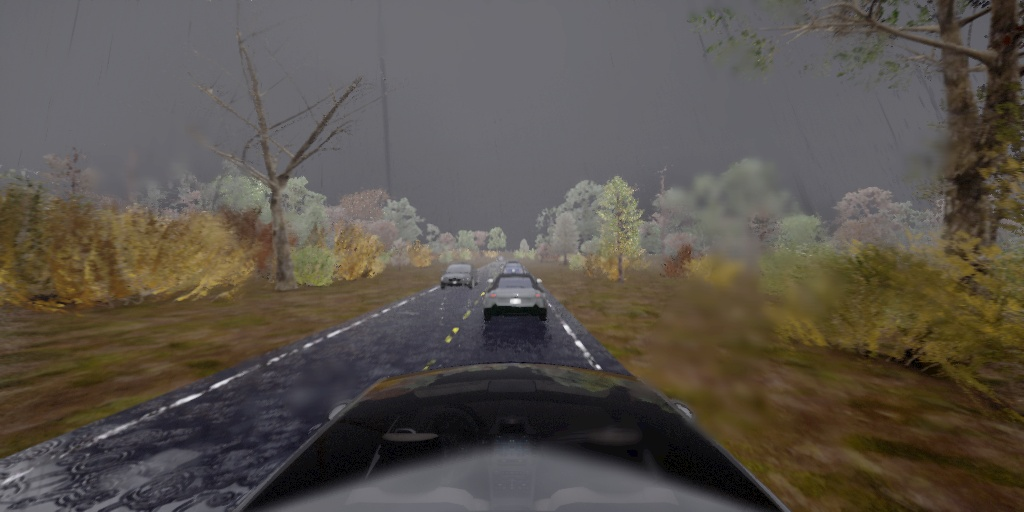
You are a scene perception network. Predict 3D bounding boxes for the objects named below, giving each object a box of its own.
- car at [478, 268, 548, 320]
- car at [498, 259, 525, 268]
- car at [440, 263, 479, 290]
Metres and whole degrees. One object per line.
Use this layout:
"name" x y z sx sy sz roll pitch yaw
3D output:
"car" 0.101 1.270 12.348 1.994 1.385 4.181 0 0 0
"car" 0.104 1.180 30.440 2.033 1.411 5.357 0 0 0
"car" -3.094 1.172 21.794 1.837 1.490 4.892 0 0 0
